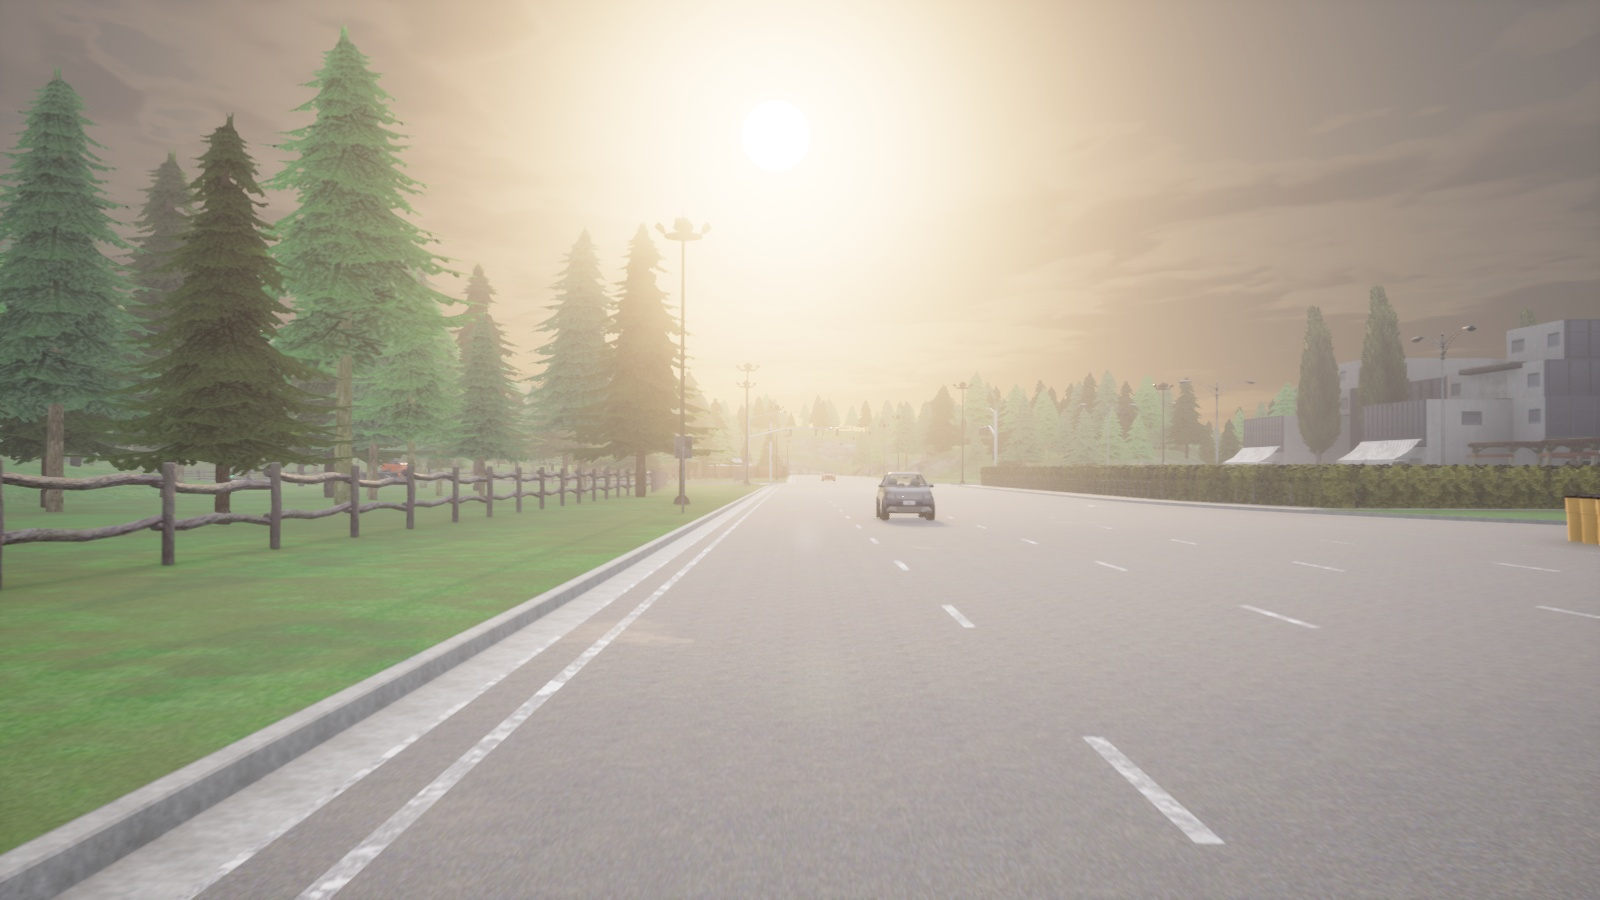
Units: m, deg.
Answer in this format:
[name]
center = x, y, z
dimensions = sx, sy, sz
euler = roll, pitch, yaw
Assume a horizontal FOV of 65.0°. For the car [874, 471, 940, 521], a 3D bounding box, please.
[car]
center = 3.405, 1.461, 40.541
dimensions = 1.789, 1.549, 3.705
euler = 0, -1, 0
